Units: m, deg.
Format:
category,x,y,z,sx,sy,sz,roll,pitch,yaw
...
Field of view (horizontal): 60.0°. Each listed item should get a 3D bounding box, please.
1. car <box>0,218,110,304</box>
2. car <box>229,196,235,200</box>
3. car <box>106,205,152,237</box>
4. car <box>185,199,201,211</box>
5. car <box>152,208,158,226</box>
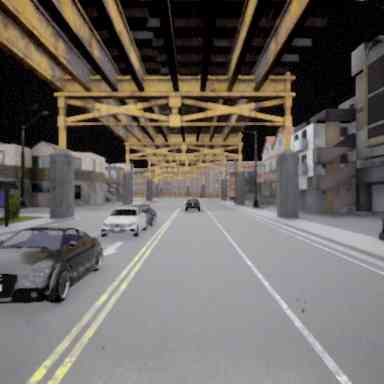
category,x,y,z,sx,sy,sz,roll,pitch,yaw
car,-3.585,1.563,8.074,1.994,1.385,4.181,0,0,1
car,12.239,1.441,88.095,4.974,1.542,2.038,0,0,30
car,-3.552,1.523,18.129,1.812,1.442,4.674,0,0,1
car,0.102,1.541,41.397,2.033,1.411,5.357,0,0,0
car,-3.497,1.582,22.821,1.994,1.385,4.181,0,0,0
